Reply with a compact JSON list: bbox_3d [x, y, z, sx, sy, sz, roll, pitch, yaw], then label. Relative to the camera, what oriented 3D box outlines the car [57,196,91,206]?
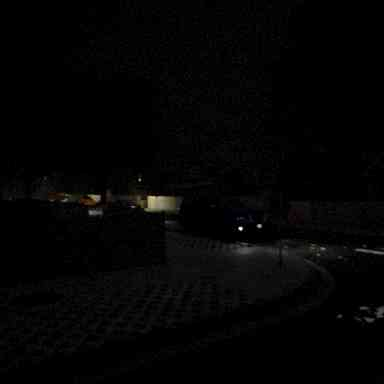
[{"bbox_3d":[-13.646,1.418,38.303,1.895,1.301,4.718,0,0,-35],"label":"car"}]

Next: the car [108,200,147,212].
[{"bbox_3d":[-5.255,1.412,26.543,1.812,1.442,4.674,0,0,-36],"label":"car"}]

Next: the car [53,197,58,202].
[{"bbox_3d":[-20.494,1.297,52.730,2.033,1.411,5.357,0,0,-36],"label":"car"}]

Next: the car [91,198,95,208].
[{"bbox_3d":[-14.581,1.270,44.555,1.882,1.535,5.008,0,0,-35],"label":"car"}]

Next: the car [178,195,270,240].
[{"bbox_3d":[1.425,1.166,17.208,2.150,2.045,5.566,0,0,-36],"label":"car"}]
